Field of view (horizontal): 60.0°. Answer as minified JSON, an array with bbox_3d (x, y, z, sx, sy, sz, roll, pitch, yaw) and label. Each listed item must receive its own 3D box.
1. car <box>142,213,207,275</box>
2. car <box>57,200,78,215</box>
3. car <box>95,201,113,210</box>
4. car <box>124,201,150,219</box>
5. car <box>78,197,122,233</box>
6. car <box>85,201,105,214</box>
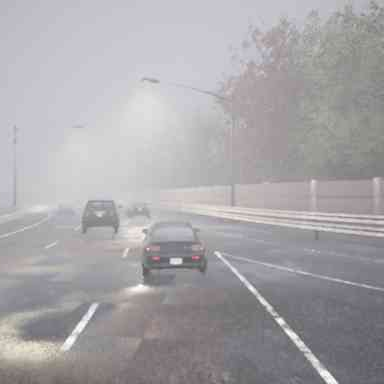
[{"bbox_3d":[-0.646,1.637,10.823,1.812,1.442,4.674,0,-1,-6],"label":"car"},{"bbox_3d":[-15.093,2.003,39.923,2.033,1.411,5.357,0,-1,-23],"label":"car"},{"bbox_3d":[-14.511,2.202,54.797,1.895,1.301,4.718,0,-1,-28],"label":"car"},{"bbox_3d":[-5.713,1.715,34.183,2.097,1.767,4.553,0,-1,-18],"label":"car"},{"bbox_3d":[-5.870,1.463,21.868,2.150,2.045,5.566,0,-1,-11],"label":"car"},{"bbox_3d":[-12.428,1.948,42.468,1.882,1.535,5.008,0,-1,-23],"label":"car"}]
